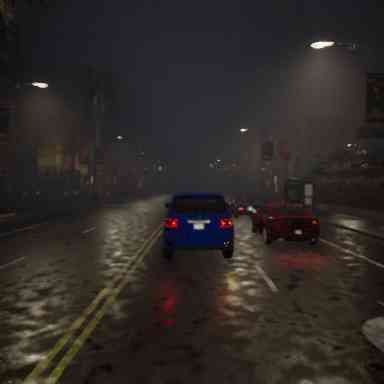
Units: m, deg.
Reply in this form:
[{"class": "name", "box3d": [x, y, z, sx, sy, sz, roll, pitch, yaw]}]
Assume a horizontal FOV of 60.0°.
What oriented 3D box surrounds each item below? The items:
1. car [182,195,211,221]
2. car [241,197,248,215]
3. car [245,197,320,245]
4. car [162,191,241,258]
[{"class": "car", "box3d": [0.276, 1.027, 23.533, 1.837, 1.490, 4.892, 0, 1, 0]}, {"class": "car", "box3d": [3.776, 1.067, 23.881, 2.033, 1.411, 5.357, 0, 1, 0]}, {"class": "car", "box3d": [3.708, 1.195, 14.060, 1.882, 1.535, 5.008, 0, 1, 0]}, {"class": "car", "box3d": [0.186, 0.981, 11.867, 2.150, 2.045, 5.566, 0, 1, 0]}]
